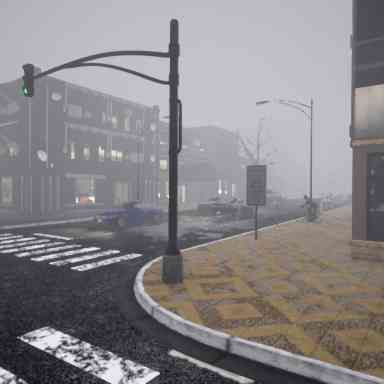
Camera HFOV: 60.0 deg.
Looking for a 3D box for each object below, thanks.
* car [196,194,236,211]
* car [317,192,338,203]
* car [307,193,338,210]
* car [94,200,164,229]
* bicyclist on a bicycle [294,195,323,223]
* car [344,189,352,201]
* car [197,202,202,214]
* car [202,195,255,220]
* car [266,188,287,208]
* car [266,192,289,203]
[{"bbox_3d":[2.450,1.011,33.340,2.008,1.369,4.403,2,2,35],"label":"car"},{"bbox_3d":[19.358,0.767,47.372,1.895,1.301,4.718,1,1,35],"label":"car"},{"bbox_3d":[12.711,0.993,33.029,2.008,1.369,4.403,2,2,35],"label":"car"},{"bbox_3d":[-3.600,1.248,19.843,1.812,1.442,4.674,1,1,37],"label":"car"},{"bbox_3d":[6.830,1.003,19.562,1.656,1.620,0.582,0,1,35],"label":"bicyclist on a bicycle"},{"bbox_3d":[25.481,0.619,51.641,1.887,1.381,4.507,2,2,35],"label":"car"},{"bbox_3d":[2.350,1.028,28.437,1.882,1.535,5.008,1,1,35],"label":"car"},{"bbox_3d":[3.145,1.122,23.969,2.128,1.511,4.902,1,1,35],"label":"car"},{"bbox_3d":[8.369,0.599,37.105,2.150,2.045,5.566,1,1,35],"label":"car"},{"bbox_3d":[12.170,0.767,47.203,1.802,1.307,4.206,2,2,35],"label":"car"}]
